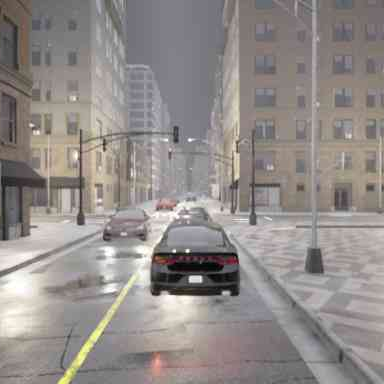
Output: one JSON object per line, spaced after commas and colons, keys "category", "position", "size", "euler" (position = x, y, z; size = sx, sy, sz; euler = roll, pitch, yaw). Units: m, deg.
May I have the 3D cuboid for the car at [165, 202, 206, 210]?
{"category": "car", "position": [0.078, 1.534, 18.469], "size": [2.033, 1.411, 5.357], "euler": [0, 0, 6]}

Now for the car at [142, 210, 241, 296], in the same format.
{"category": "car", "position": [0.061, 1.472, 8.659], "size": [1.882, 1.535, 5.008], "euler": [0, 0, 0]}

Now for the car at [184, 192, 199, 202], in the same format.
{"category": "car", "position": [-0.122, 1.305, 70.326], "size": [2.097, 1.767, 4.553], "euler": [0, 0, 0]}

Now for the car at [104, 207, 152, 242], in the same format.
{"category": "car", "position": [-2.989, 1.514, 16.372], "size": [1.812, 1.442, 4.674], "euler": [1, 0, -3]}

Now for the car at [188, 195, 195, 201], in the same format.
{"category": "car", "position": [-0.140, 1.398, 80.380], "size": [1.837, 1.490, 4.892], "euler": [0, 0, 0]}

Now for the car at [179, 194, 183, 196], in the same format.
{"category": "car", "position": [-3.159, 1.463, 60.559], "size": [1.837, 1.490, 4.892], "euler": [0, 0, 0]}

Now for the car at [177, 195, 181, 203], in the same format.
{"category": "car", "position": [-3.145, 1.512, 49.569], "size": [2.033, 1.411, 5.357], "euler": [0, 0, 0]}

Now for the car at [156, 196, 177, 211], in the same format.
{"category": "car", "position": [-3.161, 1.449, 39.838], "size": [1.882, 1.535, 5.008], "euler": [0, 0, -1]}
